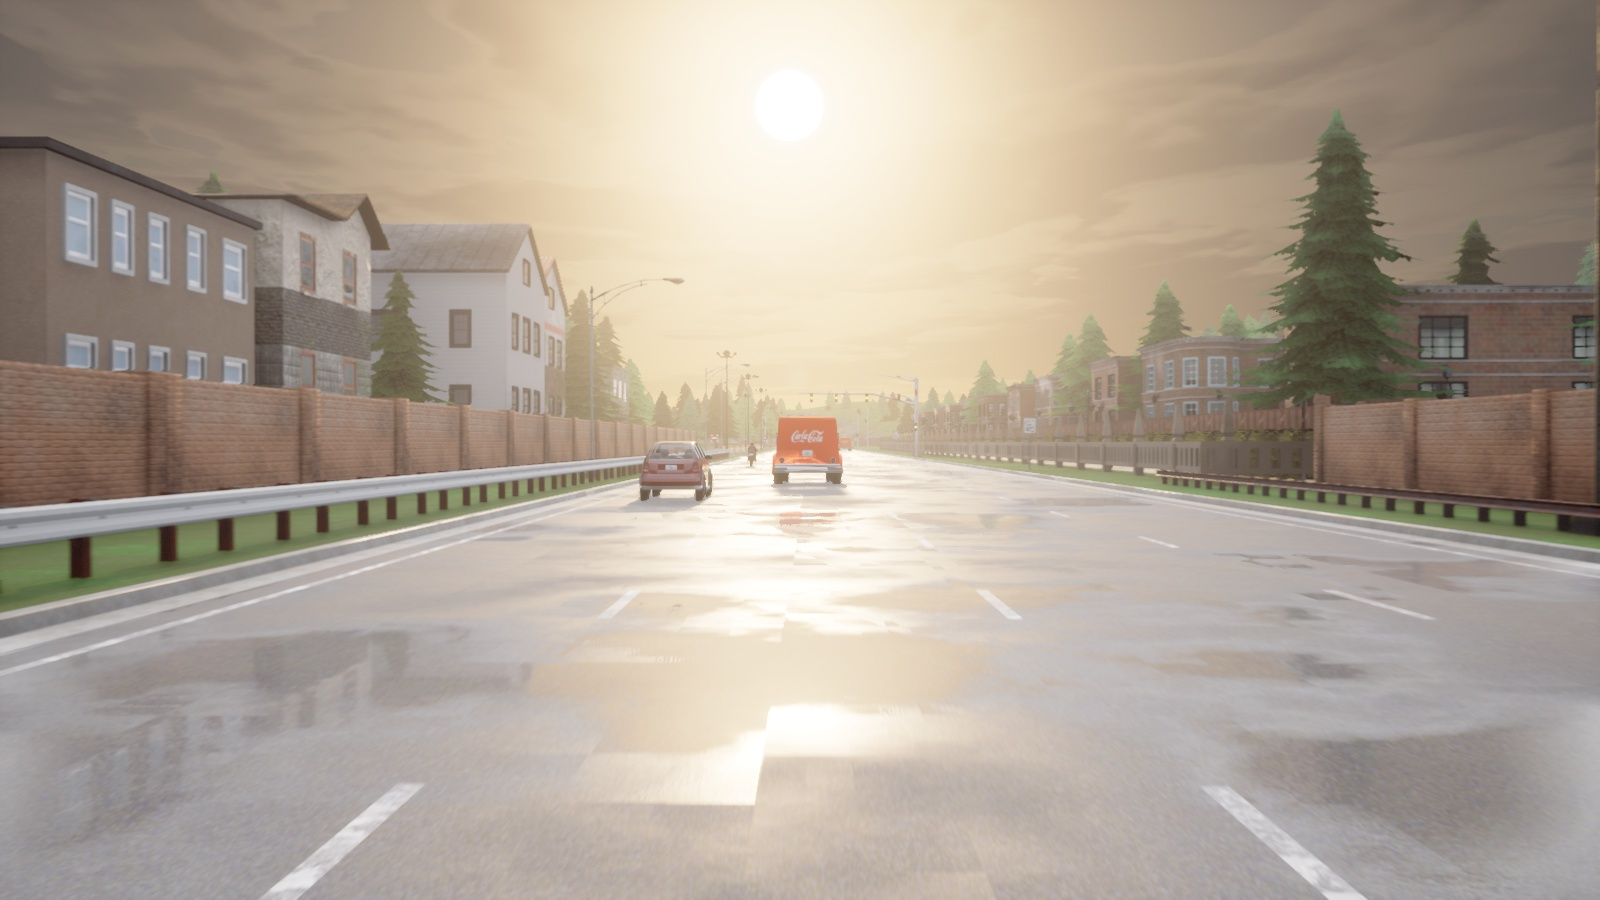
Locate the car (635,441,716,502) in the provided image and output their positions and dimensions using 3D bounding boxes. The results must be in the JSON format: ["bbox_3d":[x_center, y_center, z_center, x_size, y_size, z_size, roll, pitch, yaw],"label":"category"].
[{"bbox_3d":[-3.292,0.532,33.847,1.789,1.549,3.705,0,0,0],"label":"car"}]

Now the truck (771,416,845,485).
[{"bbox_3d":[0.284,-0.005,47.279,2.627,2.467,5.204,0,0,0],"label":"truck"}]
